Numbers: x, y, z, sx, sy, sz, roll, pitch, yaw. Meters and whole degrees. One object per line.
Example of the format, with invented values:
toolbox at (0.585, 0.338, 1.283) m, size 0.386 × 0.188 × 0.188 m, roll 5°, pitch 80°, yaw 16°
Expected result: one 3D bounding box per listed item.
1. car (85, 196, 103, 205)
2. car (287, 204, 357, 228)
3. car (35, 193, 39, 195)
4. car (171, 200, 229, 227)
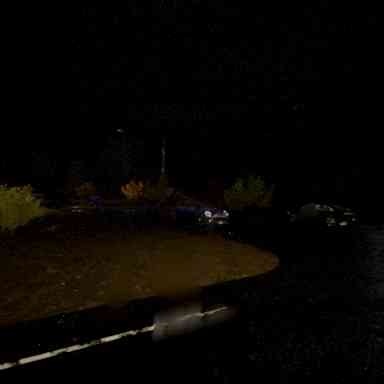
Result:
car at (-17.047, 1.396, 57.798) m, size 1.812 × 1.442 × 4.674 m, roll 0°, pitch 0°, yaw -37°
car at (9.006, 1.587, 23.488) m, size 2.128 × 1.511 × 4.902 m, roll 0°, pitch 0°, yaw -37°
car at (-34.971, 1.220, 73.240) m, size 1.812 × 1.442 × 4.674 m, roll 0°, pitch 0°, yaw -30°
car at (0.507, 1.384, 23.111) m, size 2.097 × 1.767 × 4.553 m, roll 0°, pitch 0°, yaw -37°
